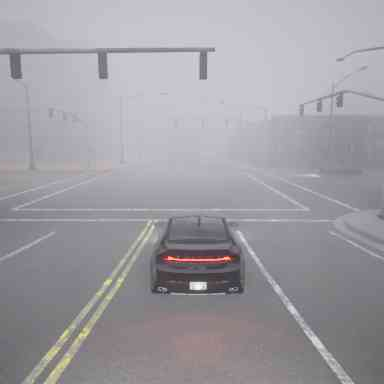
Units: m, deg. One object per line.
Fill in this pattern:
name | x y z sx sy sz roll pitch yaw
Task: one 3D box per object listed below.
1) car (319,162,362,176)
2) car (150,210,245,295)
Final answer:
car | 15.868 -2.459 35.628 4.181 1.385 1.994 0 8 0
car | 0.112 1.197 8.109 1.837 1.490 4.892 0 4 0
